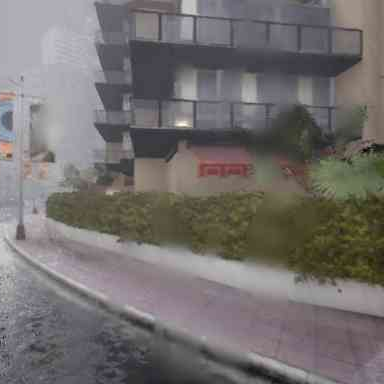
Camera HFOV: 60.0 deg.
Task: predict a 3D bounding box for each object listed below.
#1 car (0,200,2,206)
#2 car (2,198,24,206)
[{"bbox_3d":[-35.526,1.832,59.735,1.994,1.385,4.181,0,0,-8],"label":"car"},{"bbox_3d":[-32.080,1.824,60.353,1.812,1.442,4.674,0,0,-8],"label":"car"}]
